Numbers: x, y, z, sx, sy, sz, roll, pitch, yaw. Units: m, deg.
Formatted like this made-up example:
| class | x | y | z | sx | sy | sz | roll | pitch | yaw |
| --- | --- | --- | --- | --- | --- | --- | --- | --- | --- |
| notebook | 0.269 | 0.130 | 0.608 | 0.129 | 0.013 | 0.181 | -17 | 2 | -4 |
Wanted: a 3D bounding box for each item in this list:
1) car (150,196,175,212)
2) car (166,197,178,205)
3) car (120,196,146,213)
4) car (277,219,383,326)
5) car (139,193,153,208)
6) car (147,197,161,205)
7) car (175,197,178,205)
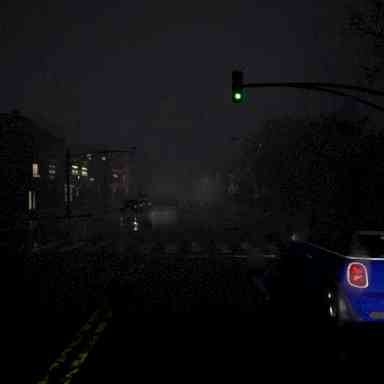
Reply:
| class | x | y | z | sx | sy | sz | roll | pitch | yaw |
| --- | --- | --- | --- | --- | --- | --- | --- | --- | --- |
| car | -3.403 | 1.484 | 38.991 | 1.882 | 1.535 | 5.008 | 0 | 0 | 0 |
| car | -3.460 | 1.576 | 58.675 | 1.994 | 1.385 | 4.181 | 0 | 0 | 0 |
| car | -6.665 | 1.532 | 37.165 | 1.812 | 1.442 | 4.674 | 0 | 0 | 1 |
| car | 3.347 | 1.353 | 7.220 | 2.097 | 1.767 | 4.553 | 0 | 0 | 0 |
| car | -6.685 | 1.229 | 47.689 | 2.150 | 2.045 | 5.566 | 0 | 0 | 0 |
| car | -6.707 | 1.576 | 58.928 | 1.994 | 1.385 | 4.181 | 0 | 0 | 0 |
| car | -3.434 | 1.513 | 48.498 | 1.837 | 1.490 | 4.892 | 0 | 0 | 0 |
